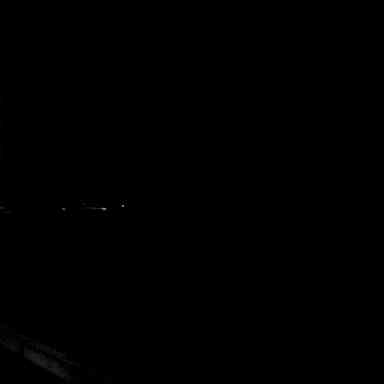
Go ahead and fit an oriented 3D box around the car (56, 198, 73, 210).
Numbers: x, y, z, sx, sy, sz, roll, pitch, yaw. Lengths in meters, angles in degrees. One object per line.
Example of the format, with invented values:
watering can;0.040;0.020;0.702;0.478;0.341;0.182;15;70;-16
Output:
car;-17.839;1.542;40.508;2.033;1.411;5.357;0;0;39

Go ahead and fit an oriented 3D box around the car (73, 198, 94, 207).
car;-16.404;1.511;47.878;2.033;1.411;5.357;0;0;39

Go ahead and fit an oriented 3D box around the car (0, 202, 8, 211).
car;-22.204;1.562;40.674;1.994;1.385;4.181;0;0;38

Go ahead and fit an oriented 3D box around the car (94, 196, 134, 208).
car;-11.300;1.438;48.632;1.837;1.490;4.892;0;1;39

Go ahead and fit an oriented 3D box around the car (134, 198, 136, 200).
car;-10.145;1.425;55.654;1.994;1.385;4.181;0;1;38
